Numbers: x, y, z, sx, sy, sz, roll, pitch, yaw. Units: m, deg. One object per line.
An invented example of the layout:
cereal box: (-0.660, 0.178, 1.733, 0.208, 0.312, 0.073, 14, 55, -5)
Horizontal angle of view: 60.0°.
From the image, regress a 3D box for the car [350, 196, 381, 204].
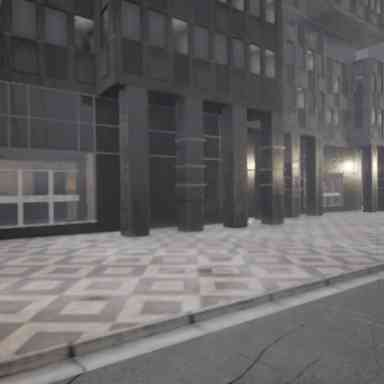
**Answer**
car: (31.240, 1.451, 59.992, 1.887, 1.381, 4.507, -1, 1, -36)

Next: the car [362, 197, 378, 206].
car: (27.613, 1.596, 50.435, 1.887, 1.381, 4.507, -1, 1, -36)
